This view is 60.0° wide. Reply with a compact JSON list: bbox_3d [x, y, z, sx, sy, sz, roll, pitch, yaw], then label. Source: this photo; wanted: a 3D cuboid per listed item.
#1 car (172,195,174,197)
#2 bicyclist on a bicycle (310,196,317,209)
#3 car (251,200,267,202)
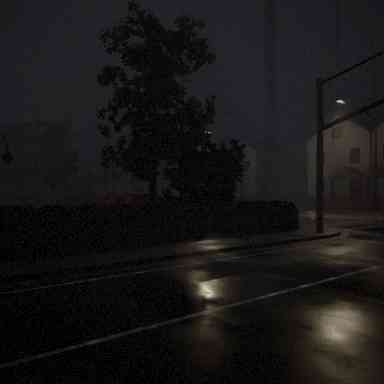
[{"bbox_3d":[-3.512,1.352,55.284,2.097,1.767,4.553,0,0,-35],"label":"car"},{"bbox_3d":[15.200,1.303,41.376,1.656,1.620,0.582,0,0,-35],"label":"bicyclist on a bicycle"},{"bbox_3d":[7.168,1.547,33.706,2.033,1.411,5.357,0,0,-35],"label":"car"}]
